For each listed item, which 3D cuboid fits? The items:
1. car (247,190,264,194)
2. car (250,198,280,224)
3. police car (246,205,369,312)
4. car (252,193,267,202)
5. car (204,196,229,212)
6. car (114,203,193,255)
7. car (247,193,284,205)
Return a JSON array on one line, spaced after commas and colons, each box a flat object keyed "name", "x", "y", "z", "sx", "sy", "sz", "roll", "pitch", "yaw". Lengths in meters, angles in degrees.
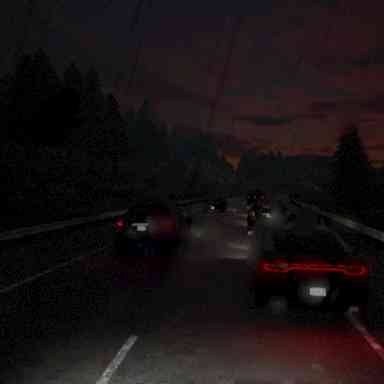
[{"name": "car", "x": 8.233, "y": 0.708, "z": 42.488, "sx": 2.150, "sy": 2.045, "sz": 5.566, "roll": 0, "pitch": 1, "yaw": 13}, {"name": "car", "x": 5.034, "y": 1.247, "z": 23.150, "sx": 1.812, "sy": 1.442, "sz": 4.674, "roll": 0, "pitch": 1, "yaw": 11}, {"name": "police car", "x": 2.361, "y": 1.332, "z": 7.786, "sx": 1.930, "sy": 1.638, "sz": 5.238, "roll": 0, "pitch": 1, "yaw": 9}, {"name": "car", "x": 11.180, "y": 0.885, "z": 54.964, "sx": 2.033, "sy": 1.411, "sz": 5.357, "roll": 0, "pitch": 1, "yaw": 15}, {"name": "car", "x": 2.358, "y": 1.108, "z": 31.835, "sx": 1.837, "sy": 1.490, "sz": 4.892, "roll": 0, "pitch": 1, "yaw": 12}, {"name": "car", "x": -1.289, "y": 1.184, "z": 12.875, "sx": 2.097, "sy": 1.767, "sz": 4.553, "roll": 0, "pitch": 1, "yaw": 9}, {"name": "car", "x": 3.935, "y": 1.142, "z": 17.331, "sx": 2.097, "sy": 1.767, "sz": 4.553, "roll": 0, "pitch": 1, "yaw": 10}]
